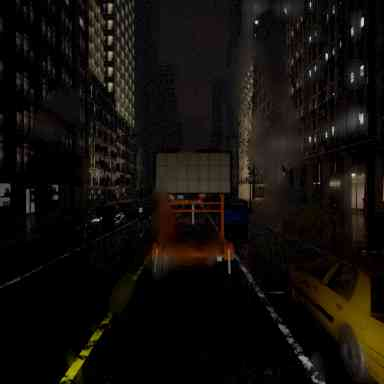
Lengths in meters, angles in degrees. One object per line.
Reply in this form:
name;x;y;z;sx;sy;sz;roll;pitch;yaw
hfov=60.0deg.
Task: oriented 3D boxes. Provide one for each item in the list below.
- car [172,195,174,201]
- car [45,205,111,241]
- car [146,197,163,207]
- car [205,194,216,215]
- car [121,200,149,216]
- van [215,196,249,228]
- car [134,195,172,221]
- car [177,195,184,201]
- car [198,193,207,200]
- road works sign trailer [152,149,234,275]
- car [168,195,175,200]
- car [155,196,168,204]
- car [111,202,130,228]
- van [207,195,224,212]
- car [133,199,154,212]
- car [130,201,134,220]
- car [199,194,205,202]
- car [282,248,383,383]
car;-5.562;1.564;73.258;1.802;1.307;4.206;-1;0;0
car;-5.669;1.547;16.421;2.008;1.369;4.403;-1;0;0
car;-5.605;1.539;50.523;2.008;1.369;4.403;-1;0;0
car;2.741;1.307;33.457;2.192;1.841;5.009;-1;0;0
car;-5.638;1.543;33.472;2.008;1.369;4.403;-1;0;0
van;2.720;1.336;22.089;1.690;1.788;3.998;-1;0;0
car;-3.053;1.346;26.775;2.097;1.767;4.553;0;0;0
car;-2.845;1.526;83.229;2.033;1.411;5.357;0;0;0
car;2.849;1.291;90.293;2.192;1.841;5.009;-1;0;0
road works sign trailer;0.033;0.462;10.460;2.380;3.560;2.880;0;0;0
car;-5.530;1.502;90.139;1.752;1.417;4.829;-1;0;0
car;-5.583;1.536;61.890;2.008;1.369;4.403;-1;0;0
car;-5.658;1.561;22.105;1.947;1.339;4.313;-1;0;0
van;2.752;1.332;39.140;1.690;1.788;3.998;-1;0;0
car;-5.626;1.573;39.156;1.802;1.307;4.206;-1;0;0
car;-5.648;1.538;27.789;1.887;1.381;4.507;-1;0;0
car;2.797;1.536;61.874;2.008;1.369;4.403;-1;0;0
car;2.690;1.524;5.208;1.752;1.417;4.829;-1;0;0
